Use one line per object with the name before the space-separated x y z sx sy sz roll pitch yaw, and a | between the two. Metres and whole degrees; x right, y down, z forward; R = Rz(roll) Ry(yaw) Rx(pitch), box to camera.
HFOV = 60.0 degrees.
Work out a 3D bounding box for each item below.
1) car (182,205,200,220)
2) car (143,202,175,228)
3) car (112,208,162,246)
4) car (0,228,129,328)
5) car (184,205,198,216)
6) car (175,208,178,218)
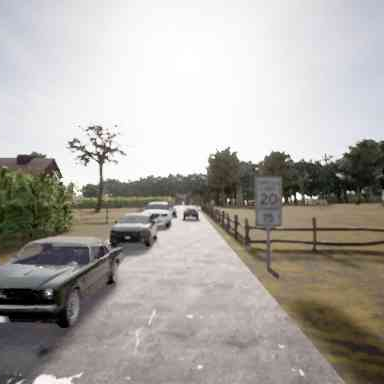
car | -0.127 2.499 39.692 1.837 1.490 4.892 1 -1 0
car | -2.922 1.895 28.733 2.150 2.045 5.566 1 -2 0
car | -2.895 1.854 17.474 1.882 1.535 5.008 1 -1 0
car | -2.911 1.711 7.332 1.895 1.301 4.718 1 -2 1
car | -0.162 2.752 50.298 1.882 1.535 5.008 1 -1 0
car | -2.894 2.750 44.236 1.895 1.301 4.718 1 -2 0
